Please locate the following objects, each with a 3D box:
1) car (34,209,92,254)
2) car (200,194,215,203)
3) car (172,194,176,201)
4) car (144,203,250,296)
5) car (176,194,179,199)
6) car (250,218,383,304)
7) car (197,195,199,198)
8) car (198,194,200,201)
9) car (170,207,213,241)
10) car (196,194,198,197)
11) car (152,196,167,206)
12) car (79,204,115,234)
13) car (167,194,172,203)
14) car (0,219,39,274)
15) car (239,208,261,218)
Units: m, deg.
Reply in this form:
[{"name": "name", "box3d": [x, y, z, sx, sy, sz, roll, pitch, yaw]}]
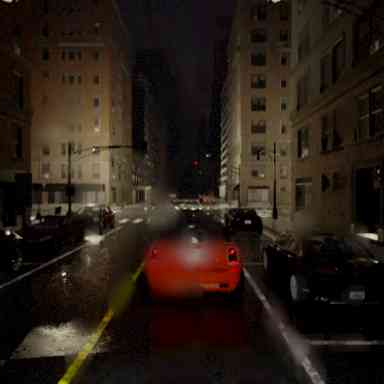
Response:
[{"name": "car", "box3d": [-5.684, 1.575, 13.408, 1.802, 1.307, 4.206, 0, 0, 0]}, {"name": "car", "box3d": [2.829, 1.446, 56.008, 1.967, 1.590, 4.097, 0, 0, 0]}, {"name": "car", "box3d": [-5.677, 1.582, 82.884, 1.752, 1.417, 4.829, 0, 0, 0]}, {"name": "car", "box3d": [0.054, 1.347, 8.777, 2.097, 1.767, 4.553, 0, 0, 0]}, {"name": "car", "box3d": [-5.670, 1.407, 93.872, 2.192, 1.841, 5.009, 0, 0, 0]}, {"name": "car", "box3d": [2.848, 1.546, 7.916, 2.008, 1.369, 4.403, 0, 0, 0]}, {"name": "car", "box3d": [2.844, 1.483, 77.644, 1.967, 1.590, 4.097, 0, 0, 0]}, {"name": "car", "box3d": [2.837, 1.571, 66.826, 2.008, 1.369, 4.403, 0, 0, 0]}, {"name": "car", "box3d": [-0.014, 1.555, 17.431, 1.994, 1.385, 4.181, 0, 0, 0]}, {"name": "car", "box3d": [2.851, 1.513, 88.462, 1.967, 1.590, 4.097, 0, 0, 0]}, {"name": "car", "box3d": [-5.696, 1.588, 56.012, 1.802, 1.307, 4.206, 0, 0, 0]}, {"name": "car", "box3d": [-5.690, 1.430, 18.909, 1.967, 1.590, 4.097, 0, 0, 0]}, {"name": "car", "box3d": [-5.688, 1.571, 66.829, 2.008, 1.369, 4.403, 0, 0, 0]}, {"name": "car", "box3d": [-5.677, 1.561, 7.906, 1.947, 1.339, 4.313, 0, 0, 0]}, {"name": "car", "box3d": [2.836, 1.556, 18.918, 1.947, 1.339, 4.313, 0, 0, 0]}]
